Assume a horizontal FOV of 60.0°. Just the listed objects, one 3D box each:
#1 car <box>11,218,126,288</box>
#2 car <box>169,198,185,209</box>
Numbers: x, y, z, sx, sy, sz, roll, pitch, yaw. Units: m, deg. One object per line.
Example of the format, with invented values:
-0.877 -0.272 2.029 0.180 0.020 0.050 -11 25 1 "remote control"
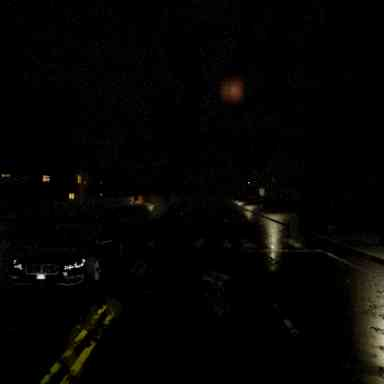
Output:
-3.178 1.552 9.489 1.837 1.490 4.892 0 0 1 "car"
-2.034 1.610 45.650 1.812 1.442 4.674 0 0 3 "car"
